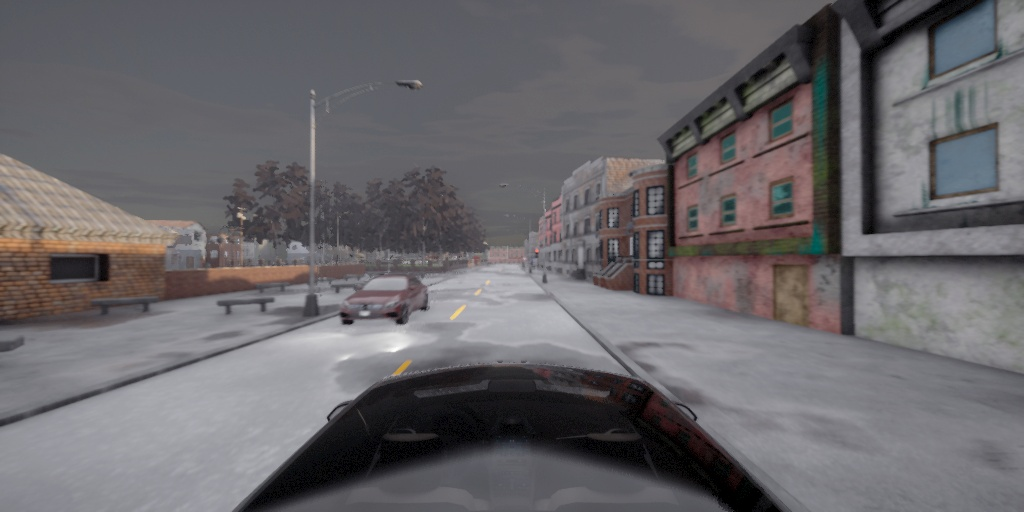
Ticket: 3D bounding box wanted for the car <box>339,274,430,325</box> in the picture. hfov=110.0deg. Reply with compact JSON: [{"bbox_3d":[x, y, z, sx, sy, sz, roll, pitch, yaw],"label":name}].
[{"bbox_3d":[-4.099,1.363,12.316,1.812,1.442,4.674,0,0,0],"label":"car"}]
